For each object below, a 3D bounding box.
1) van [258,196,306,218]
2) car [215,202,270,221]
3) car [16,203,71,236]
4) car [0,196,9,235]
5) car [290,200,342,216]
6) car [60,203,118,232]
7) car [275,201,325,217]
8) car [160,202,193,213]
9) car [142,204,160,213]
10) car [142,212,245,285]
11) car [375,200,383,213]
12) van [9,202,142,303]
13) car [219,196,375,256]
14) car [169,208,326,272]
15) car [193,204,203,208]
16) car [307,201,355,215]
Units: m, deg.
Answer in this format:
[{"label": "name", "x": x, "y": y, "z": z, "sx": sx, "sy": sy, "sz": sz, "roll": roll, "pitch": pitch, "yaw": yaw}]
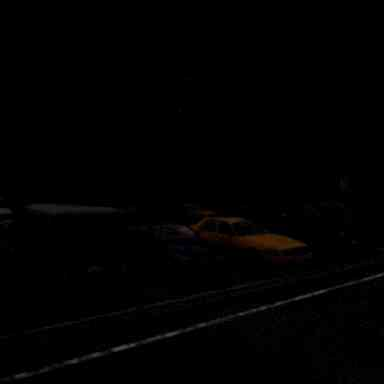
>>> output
[{"label": "van", "x": 8.869, "y": 1.454, "z": 33.162, "sx": 1.878, "sy": 1.987, "sz": 4.442, "roll": 0, "pitch": 0, "yaw": -36}, {"label": "car", "x": 4.438, "y": 1.672, "z": 29.815, "sx": 2.163, "sy": 1.488, "sz": 4.792, "roll": 0, "pitch": 0, "yaw": -36}, {"label": "car", "x": -9.129, "y": 1.531, "z": 20.156, "sx": 2.097, "sy": 1.535, "sz": 5.008, "roll": 0, "pitch": 0, "yaw": -36}, {"label": "car", "x": -11.366, "y": 1.261, "z": 18.515, "sx": 2.435, "sy": 2.045, "sz": 5.566, "roll": 0, "pitch": 0, "yaw": -36}, {"label": "car", "x": 13.455, "y": 1.717, "z": 36.292, "sx": 2.097, "sy": 1.535, "sz": 5.008, "roll": 0, "pitch": 0, "yaw": -36}, {"label": "car", "x": -6.871, "y": 1.549, "z": 21.771, "sx": 2.097, "sy": 1.535, "sz": 5.008, "roll": 0, "pitch": 0, "yaw": -36}, {"label": "car", "x": 11.194, "y": 1.738, "z": 34.678, "sx": 2.002, "sy": 1.452, "sz": 4.674, "roll": 0, "pitch": 0, "yaw": -36}, {"label": "car", "x": -2.370, "y": 1.616, "z": 25.018, "sx": 2.163, "sy": 1.488, "sz": 4.792, "roll": 0, "pitch": 0, "yaw": -36}, {"label": "car", "x": -4.614, "y": 1.569, "z": 23.386, "sx": 2.231, "sy": 1.521, "sz": 4.892, "roll": 0, "pitch": 0, "yaw": -36}, {"label": "car", "x": -0.858, "y": 1.575, "z": 9.988, "sx": 2.002, "sy": 1.452, "sz": 4.674, "roll": 0, "pitch": 0, "yaw": -36}, {"label": "car", "x": 20.221, "y": 1.776, "z": 41.144, "sx": 2.097, "sy": 1.535, "sz": 5.008, "roll": 0, "pitch": 0, "yaw": -36}, {"label": "van", "x": -3.203, "y": 1.291, "z": 8.452, "sx": 1.878, "sy": 1.987, "sz": 4.442, "roll": 0, "pitch": 0, "yaw": -36}, {"label": "car", "x": 3.723, "y": 1.322, "z": 13.225, "sx": 2.435, "sy": 2.045, "sz": 5.566, "roll": 0, "pitch": 0, "yaw": -36}, {"label": "car", "x": 1.532, "y": 1.551, "z": 11.466, "sx": 1.946, "sy": 1.575, "sz": 5.366, "roll": 0, "pitch": 0, "yaw": -36}, {"label": "car", "x": 0.013, "y": 1.602, "z": 26.458, "sx": 1.946, "sy": 1.575, "sz": 5.366, "roll": 0, "pitch": 0, "yaw": -36}, {"label": "car", "x": 15.710, "y": 1.777, "z": 37.908, "sx": 2.002, "sy": 1.452, "sz": 4.674, "roll": 0, "pitch": 0, "yaw": -36}]
